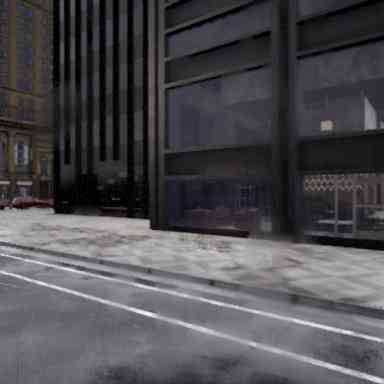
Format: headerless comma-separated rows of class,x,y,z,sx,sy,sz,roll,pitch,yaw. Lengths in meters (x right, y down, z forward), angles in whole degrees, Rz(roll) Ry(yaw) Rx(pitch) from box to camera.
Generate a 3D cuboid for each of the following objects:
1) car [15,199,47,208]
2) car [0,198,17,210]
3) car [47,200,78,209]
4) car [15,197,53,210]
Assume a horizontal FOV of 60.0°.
car,-27.236,1.963,56.470,2.008,1.369,4.403,-1,-1,36
car,-25.997,1.803,43.552,1.887,1.381,4.507,-1,-1,36
car,-20.064,1.980,51.818,1.802,1.307,4.206,-1,-1,36
car,-23.032,1.643,47.690,2.192,1.841,5.009,-1,-1,36
